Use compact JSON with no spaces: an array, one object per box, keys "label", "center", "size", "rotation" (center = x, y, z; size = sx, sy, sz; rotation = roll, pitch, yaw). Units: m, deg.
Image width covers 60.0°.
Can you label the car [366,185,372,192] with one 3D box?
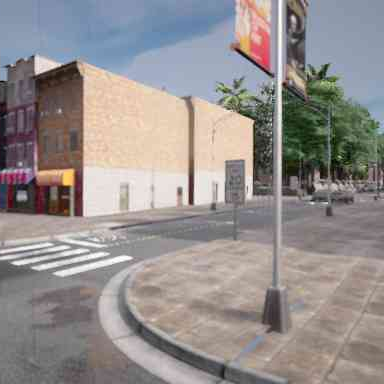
[{"label":"car","center":[43.210,-0.577,83.357],"size":[1.802,1.307,4.206],"rotation":[2,2,36]}]

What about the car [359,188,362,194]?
[{"label":"car","center":[33.697,-0.268,70.063],"size":[2.008,1.369,4.403],"rotation":[2,2,36]}]

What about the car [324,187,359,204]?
[{"label":"car","center":[16.976,0.509,37.634],"size":[2.128,1.511,4.902],"rotation":[0,2,36]}]

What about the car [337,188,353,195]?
[{"label":"car","center":[29.523,-0.113,64.277],"size":[2.008,1.369,4.403],"rotation":[2,2,36]}]

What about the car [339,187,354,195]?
[{"label":"car","center":[30.652,-0.182,65.896],"size":[1.752,1.417,4.829],"rotation":[2,2,36]}]

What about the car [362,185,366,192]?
[{"label":"car","center":[36.868,-0.369,74.494],"size":[1.947,1.339,4.313],"rotation":[2,2,36]}]

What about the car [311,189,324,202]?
[{"label":"car","center":[16.368,0.440,41.509],"size":[1.837,1.490,4.892],"rotation":[0,2,36]}]
